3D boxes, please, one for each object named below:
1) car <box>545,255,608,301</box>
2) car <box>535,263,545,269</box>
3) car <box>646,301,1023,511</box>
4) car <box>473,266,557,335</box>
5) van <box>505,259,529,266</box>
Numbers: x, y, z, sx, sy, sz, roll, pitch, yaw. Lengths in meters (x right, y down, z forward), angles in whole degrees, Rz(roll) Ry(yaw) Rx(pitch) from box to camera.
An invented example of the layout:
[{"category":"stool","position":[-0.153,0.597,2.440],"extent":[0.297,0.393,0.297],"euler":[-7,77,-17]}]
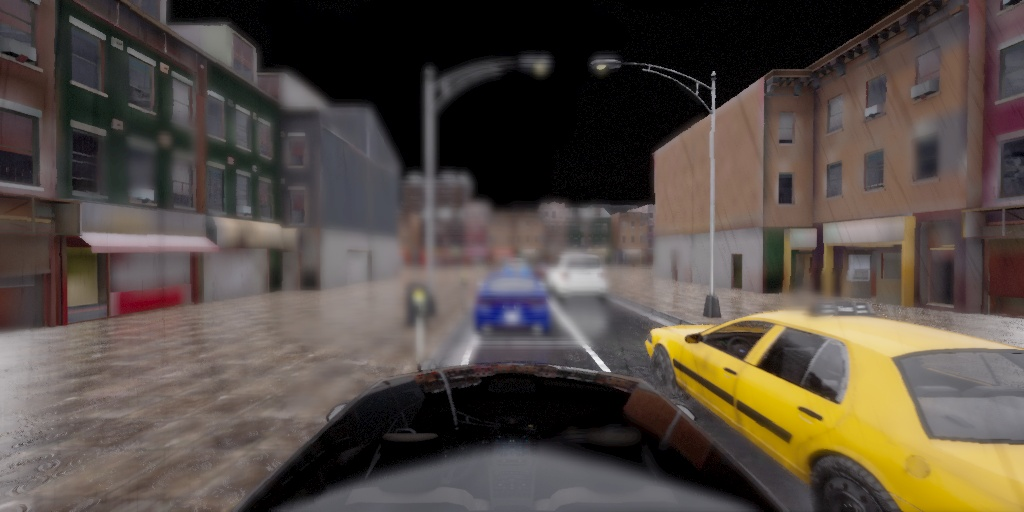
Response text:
[{"category":"car","position":[3.033,0.975,17.387],"extent":[2.150,2.045,5.566],"euler":[0,0,0]},{"category":"car","position":[3.043,1.322,33.400],"extent":[1.994,1.385,4.181],"euler":[0,0,1]},{"category":"car","position":[3.021,1.205,3.574],"extent":[1.801,1.575,5.366],"euler":[0,0,0]},{"category":"car","position":[0.006,1.227,10.501],"extent":[1.882,1.535,5.008],"euler":[0,0,0]},{"category":"van","position":[0.382,1.095,27.349],"extent":[1.690,1.789,3.998],"euler":[0,0,0]}]
